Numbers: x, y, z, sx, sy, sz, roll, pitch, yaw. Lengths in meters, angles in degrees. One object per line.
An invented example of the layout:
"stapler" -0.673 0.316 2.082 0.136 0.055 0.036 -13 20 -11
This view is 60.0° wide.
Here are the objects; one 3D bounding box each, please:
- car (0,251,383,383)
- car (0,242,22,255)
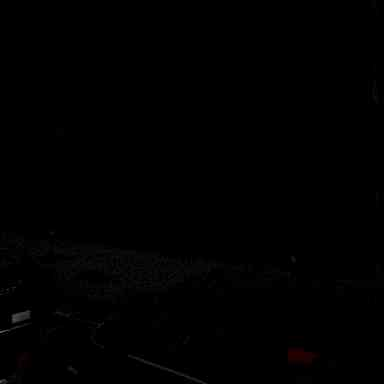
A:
"car" 0.235 1.450 2.914 4.097 1.590 1.967 0 0 36
"car" -4.260 1.597 6.122 4.403 1.369 2.008 0 0 36
